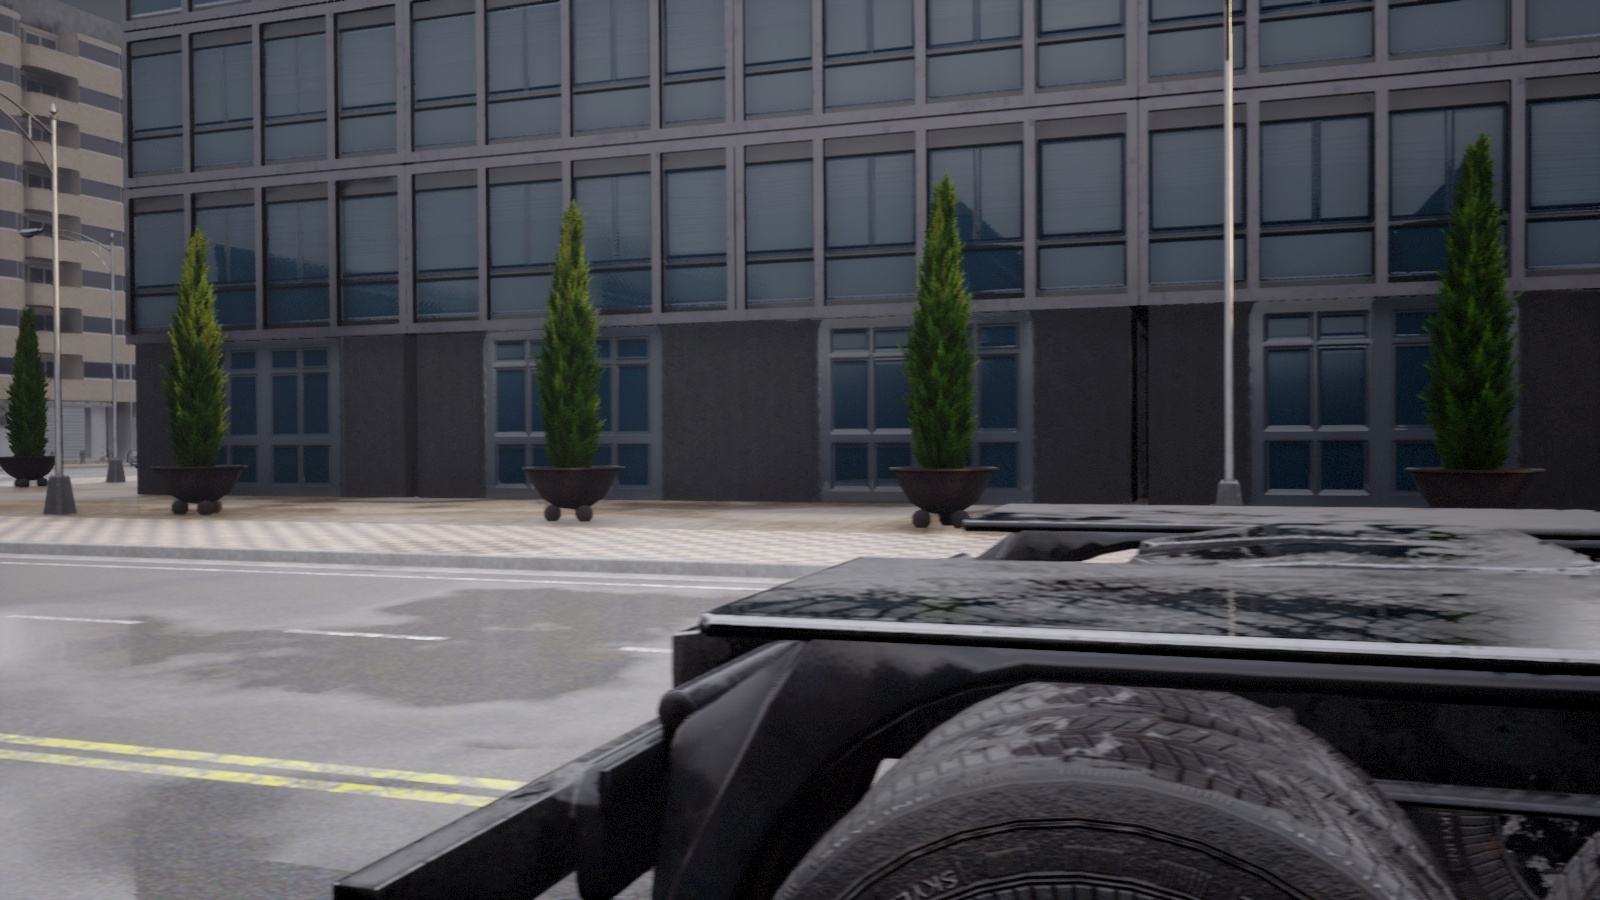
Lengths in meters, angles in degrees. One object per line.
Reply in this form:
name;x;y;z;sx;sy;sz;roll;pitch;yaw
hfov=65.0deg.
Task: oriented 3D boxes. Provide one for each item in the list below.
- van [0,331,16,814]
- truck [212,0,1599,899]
van;-5.660;0.508;5.094;4.442;1.987;1.775;0;1;19
truck;3.307;-0.183;2.066;7.936;3.462;2.891;0;1;19
